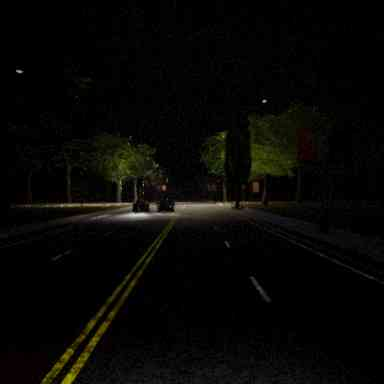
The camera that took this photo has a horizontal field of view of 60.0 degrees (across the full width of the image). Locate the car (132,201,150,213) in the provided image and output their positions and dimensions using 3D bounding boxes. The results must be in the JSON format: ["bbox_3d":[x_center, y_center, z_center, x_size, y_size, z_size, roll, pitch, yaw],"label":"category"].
[{"bbox_3d":[-6.587,1.912,43.523,2.128,1.511,4.902,0,-1,0],"label":"car"}]

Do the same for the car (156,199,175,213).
[{"bbox_3d":[-3.338,1.761,42.583,2.097,1.767,4.553,0,0,0],"label":"car"}]
